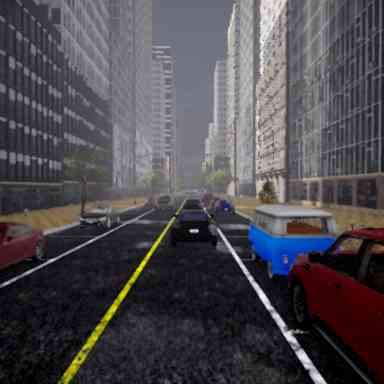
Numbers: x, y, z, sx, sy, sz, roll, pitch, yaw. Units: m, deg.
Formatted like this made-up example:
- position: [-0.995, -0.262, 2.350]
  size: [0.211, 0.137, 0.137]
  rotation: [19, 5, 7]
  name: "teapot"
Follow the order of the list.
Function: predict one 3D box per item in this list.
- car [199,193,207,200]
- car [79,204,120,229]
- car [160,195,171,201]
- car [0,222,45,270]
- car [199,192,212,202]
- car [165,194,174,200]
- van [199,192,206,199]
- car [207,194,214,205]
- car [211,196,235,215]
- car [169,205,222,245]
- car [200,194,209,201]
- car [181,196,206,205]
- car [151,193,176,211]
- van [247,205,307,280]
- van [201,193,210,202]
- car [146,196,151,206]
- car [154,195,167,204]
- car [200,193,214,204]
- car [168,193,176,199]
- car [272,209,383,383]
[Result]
- position: [2.684, 1.124, 83.418]
  size: [1.967, 1.590, 4.097]
  rotation: [-1, 0, 0]
  name: "car"
- position: [-5.697, 1.473, 20.898]
  size: [2.008, 1.369, 4.403]
  rotation: [-1, 0, 0]
  name: "car"
- position: [-5.696, 1.294, 72.051]
  size: [1.947, 1.339, 4.313]
  rotation: [-1, 0, 0]
  name: "car"
- position: [-5.697, 1.547, 9.531]
  size: [1.802, 1.307, 4.206]
  rotation: [-1, 0, 0]
  name: "car"
- position: [2.682, 1.109, 54.999]
  size: [2.192, 1.841, 5.009]
  rotation: [-1, 0, 0]
  name: "car"
- position: [-5.695, 1.234, 83.418]
  size: [2.008, 1.369, 4.403]
  rotation: [-1, 0, 0]
  name: "car"
- position: [2.683, 1.002, 89.100]
  size: [1.690, 1.788, 3.998]
  rotation: [-1, 0, 0]
  name: "van"
- position: [3.147, 1.355, 39.731]
  size: [1.837, 1.490, 4.892]
  rotation: [0, 0, 0]
  name: "car"
- position: [3.150, 1.403, 32.730]
  size: [1.812, 1.442, 4.674]
  rotation: [0, 0, 0]
  name: "car"
- position: [0.093, 1.507, 15.214]
  size: [1.994, 1.385, 4.181]
  rotation: [0, 0, 0]
  name: "car"
- position: [2.684, 1.168, 72.050]
  size: [1.967, 1.590, 4.097]
  rotation: [-1, 0, 0]
  name: "car"
- position: [0.094, 1.389, 30.962]
  size: [1.837, 1.490, 4.892]
  rotation: [0, 0, 0]
  name: "car"
- position: [-3.093, 1.209, 38.200]
  size: [2.097, 1.767, 4.553]
  rotation: [0, 0, 0]
  name: "car"
- position: [2.681, 1.305, 9.530]
  size: [1.690, 1.788, 3.998]
  rotation: [-1, 0, 0]
  name: "van"
- position: [2.683, 1.091, 66.366]
  size: [1.690, 1.788, 3.998]
  rotation: [-1, 0, 0]
  name: "van"
- position: [-5.697, 1.255, 49.316]
  size: [1.967, 1.590, 4.097]
  rotation: [-1, 0, 0]
  name: "car"
- position: [-5.696, 1.298, 60.514]
  size: [1.752, 1.417, 4.829]
  rotation: [-1, 0, 0]
  name: "car"
- position: [2.682, 1.087, 60.683]
  size: [2.192, 1.841, 5.009]
  rotation: [-1, 0, 0]
  name: "car"
- position: [-5.696, 1.079, 94.785]
  size: [1.967, 1.590, 4.097]
  rotation: [-1, 0, 0]
  name: "car"
- position: [2.680, 1.300, 3.846]
  size: [2.192, 1.841, 5.009]
  rotation: [-1, 0, 0]
  name: "car"
